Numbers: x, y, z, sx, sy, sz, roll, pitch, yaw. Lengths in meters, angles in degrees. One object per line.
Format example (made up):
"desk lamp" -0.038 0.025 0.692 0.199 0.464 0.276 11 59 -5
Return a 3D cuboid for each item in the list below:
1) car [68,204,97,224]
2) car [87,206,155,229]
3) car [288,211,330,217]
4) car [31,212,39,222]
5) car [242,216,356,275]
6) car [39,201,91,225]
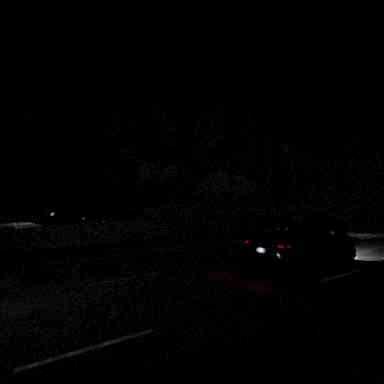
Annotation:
"car" -6.549 1.869 25.516 4.892 1.490 1.837 0 -1 -38
"car" -4.563 1.881 22.626 4.181 1.385 1.994 0 -1 -38
"car" 6.418 1.737 17.612 4.674 1.442 1.812 1 -1 -38
"car" -12.220 2.010 29.975 4.181 1.385 1.994 0 -1 -38
"car" 3.606 1.690 10.997 4.181 1.385 1.994 0 -1 -38
"car" -9.751 1.754 27.463 4.553 1.767 2.097 0 -1 -38
